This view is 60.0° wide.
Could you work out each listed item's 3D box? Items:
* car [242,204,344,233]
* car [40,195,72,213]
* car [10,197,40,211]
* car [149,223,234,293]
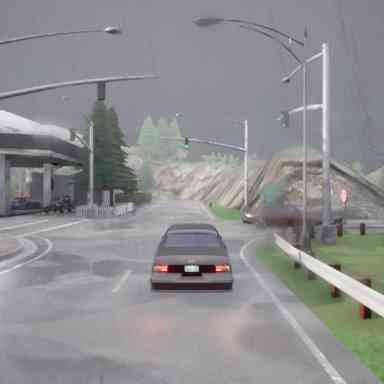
[{"bbox_3d":[5.376,1.376,18.223,5.357,1.411,2.033,-1,0,42],"label":"car"},{"bbox_3d":[-14.560,1.311,36.416,1.905,1.878,3.866,0,0,-1],"label":"car"},{"bbox_3d":[-20.271,1.478,40.689,2.242,1.667,4.611,0,0,-1],"label":"car"},{"bbox_3d":[-0.002,1.547,9.006,2.033,1.411,5.357,0,0,0],"label":"car"}]
